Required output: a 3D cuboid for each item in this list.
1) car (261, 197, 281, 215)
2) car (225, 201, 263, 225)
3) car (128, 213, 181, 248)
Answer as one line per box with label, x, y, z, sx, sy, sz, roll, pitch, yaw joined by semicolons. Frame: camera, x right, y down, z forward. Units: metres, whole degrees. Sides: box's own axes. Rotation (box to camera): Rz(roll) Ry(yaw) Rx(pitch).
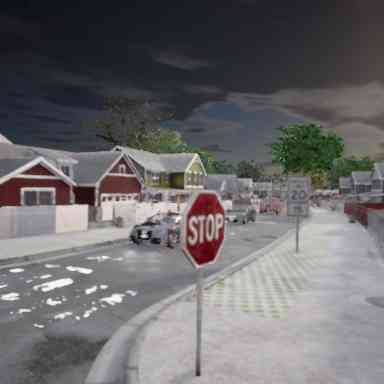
car;9.781;1.675;41.323;2.150;2.045;5.566;1;-1;20
car;3.869;1.759;26.712;2.128;1.511;4.902;1;0;24
car;-1.156;1.708;15.888;1.994;1.385;4.181;1;0;26
